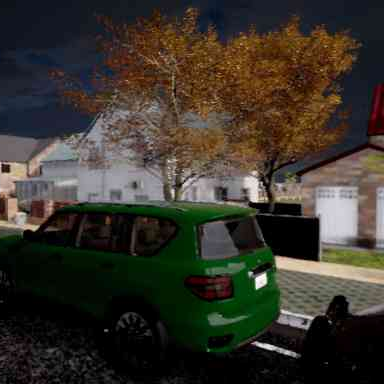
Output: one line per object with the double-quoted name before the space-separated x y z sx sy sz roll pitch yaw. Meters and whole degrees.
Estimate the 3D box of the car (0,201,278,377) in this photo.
"car" -1.324 1.164 5.712 5.566 2.045 2.150 1 1 36

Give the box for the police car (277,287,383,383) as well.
"police car" 3.487 1.451 2.269 5.238 1.638 1.930 1 1 36
